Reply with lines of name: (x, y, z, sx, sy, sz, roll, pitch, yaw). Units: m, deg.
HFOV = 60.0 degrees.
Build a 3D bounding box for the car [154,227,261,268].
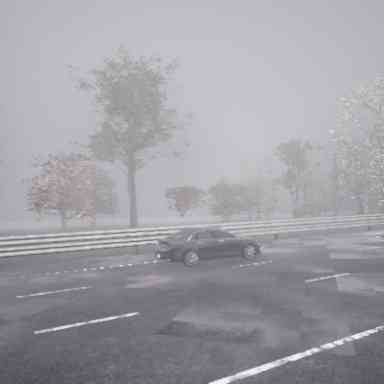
car: (0.768, 2.302, 14.511, 4.892, 1.490, 1.837, 0, -4, -29)
